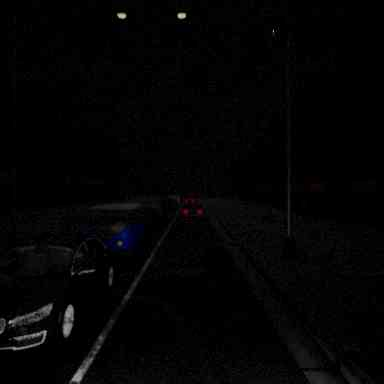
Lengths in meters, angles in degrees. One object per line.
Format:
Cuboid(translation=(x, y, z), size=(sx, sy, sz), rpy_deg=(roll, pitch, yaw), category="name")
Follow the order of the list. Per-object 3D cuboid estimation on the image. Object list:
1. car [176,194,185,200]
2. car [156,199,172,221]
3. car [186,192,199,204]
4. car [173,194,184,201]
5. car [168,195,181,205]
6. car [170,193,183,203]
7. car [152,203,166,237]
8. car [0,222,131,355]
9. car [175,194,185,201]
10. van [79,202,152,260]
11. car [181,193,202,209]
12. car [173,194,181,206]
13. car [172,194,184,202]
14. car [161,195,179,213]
Cuboid(translation=(-2.642, 1.087, 78.281), size=(2.008, 1.369, 4.403), rpy_deg=(1, 0, 0), category="car")
Cuboid(translation=(-2.628, 1.433, 22.885), size=(1.802, 1.307, 4.206), rpy_deg=(1, 1, 0), category="car")
Cuboid(translation=(0.092, 0.968, 54.508), size=(2.097, 1.767, 4.553), rpy_deg=(0, 0, 0), category="car")
Cuboid(translation=(-2.641, 1.136, 67.199), size=(1.947, 1.339, 4.313), rpy_deg=(1, 0, 0), category="car")
Cuboid(translation=(-2.636, 1.161, 50.409), size=(1.752, 1.417, 4.829), rpy_deg=(1, 0, 0), category="car")
Cuboid(translation=(-2.636, 1.049, 56.118), size=(1.967, 1.590, 4.097), rpy_deg=(1, 0, 0), category="car")
Cuboid(translation=(-2.630, 1.471, 17.345), size=(1.947, 1.339, 4.313), rpy_deg=(1, 0, 0), category="car")
Cuboid(translation=(-2.631, 1.531, 6.254), size=(2.008, 1.369, 4.403), rpy_deg=(1, 0, 0), category="car")
Cuboid(translation=(-2.641, 1.098, 72.740), size=(1.887, 1.381, 4.507), rpy_deg=(1, 0, 0), category="car")
Cuboid(translation=(-2.628, 1.291, 11.799), size=(1.690, 1.788, 3.998), rpy_deg=(1, 0, 0), category="van")
Cuboid(translation=(0.096, 1.049, 40.669), size=(2.097, 1.767, 4.553), rpy_deg=(0, 0, 0), category="car")
Cuboid(translation=(-2.633, 1.287, 39.502), size=(1.802, 1.307, 4.206), rpy_deg=(1, 0, 0), category="car")
Cuboid(translation=(-2.639, 1.139, 61.659), size=(2.008, 1.369, 4.403), rpy_deg=(1, 0, 0), category="car")
Cuboid(translation=(-2.631, 1.314, 33.961), size=(1.947, 1.339, 4.313), rpy_deg=(1, 1, 0), category="car")
